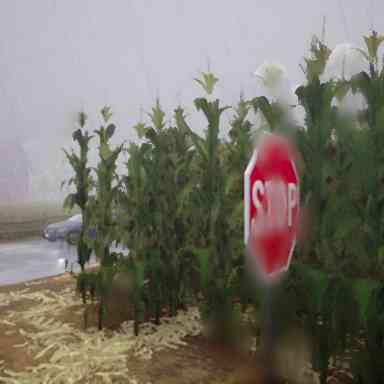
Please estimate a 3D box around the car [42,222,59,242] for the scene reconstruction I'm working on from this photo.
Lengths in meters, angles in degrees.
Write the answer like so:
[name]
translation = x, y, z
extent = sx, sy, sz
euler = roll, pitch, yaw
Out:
[car]
translation = -5.180, 1.715, 16.898
extent = 1.812, 1.442, 4.674
euler = 0, 0, 35
